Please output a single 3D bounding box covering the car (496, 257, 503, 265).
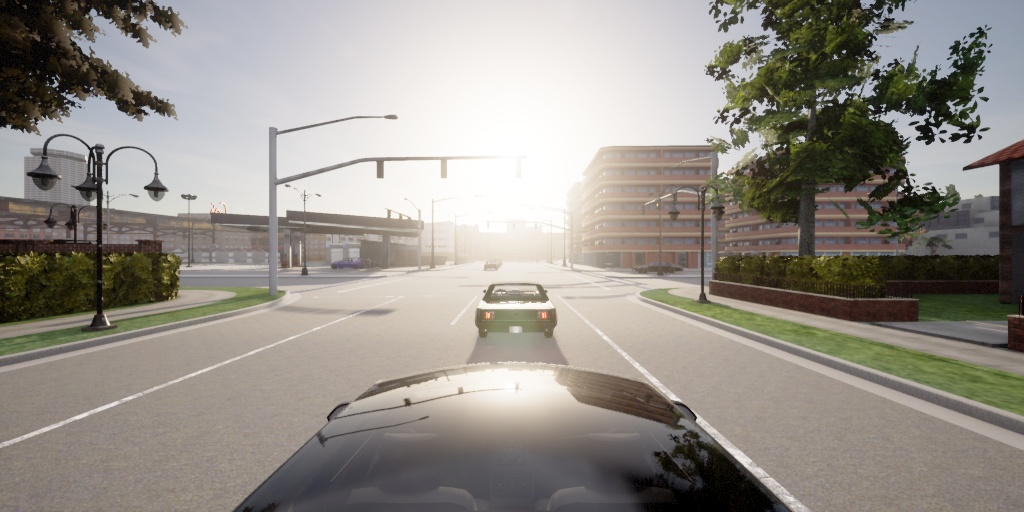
[{"bbox_3d":[-3.146,1.314,62.473,1.994,1.385,4.181,0,0,0],"label":"car"}]

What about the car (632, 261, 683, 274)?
[{"bbox_3d":[16.639,1.297,41.043,5.357,1.411,2.033,0,0,1],"label":"car"}]

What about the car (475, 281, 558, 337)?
[{"bbox_3d":[0.098,1.351,10.227,1.895,1.301,4.718,0,0,0],"label":"car"}]

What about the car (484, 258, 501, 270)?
[{"bbox_3d":[-3.054,1.351,52.558,1.895,1.301,4.718,0,0,-1],"label":"car"}]
